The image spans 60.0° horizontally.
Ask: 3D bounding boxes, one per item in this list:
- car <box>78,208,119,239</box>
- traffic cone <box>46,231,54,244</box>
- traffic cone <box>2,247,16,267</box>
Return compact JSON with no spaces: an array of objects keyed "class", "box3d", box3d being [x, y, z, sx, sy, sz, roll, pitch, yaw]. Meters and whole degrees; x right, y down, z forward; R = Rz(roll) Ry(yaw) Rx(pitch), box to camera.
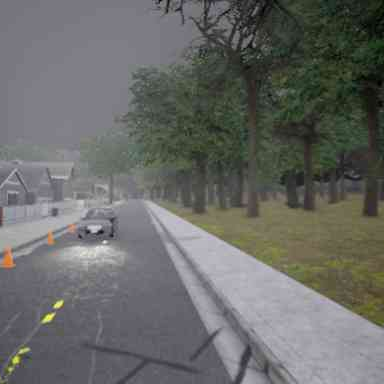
[{"class":"car","box3d":[-5.177,1.682,18.782,2.128,1.511,4.902,0,-1,-9]},{"class":"traffic cone","box3d":[-6.615,2.119,15.547,0.340,0.580,0.340,0,-1,-9]},{"class":"traffic cone","box3d":[-5.838,2.067,10.608,0.340,0.580,0.340,0,-1,-9]}]
